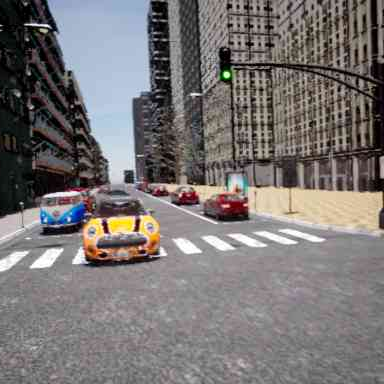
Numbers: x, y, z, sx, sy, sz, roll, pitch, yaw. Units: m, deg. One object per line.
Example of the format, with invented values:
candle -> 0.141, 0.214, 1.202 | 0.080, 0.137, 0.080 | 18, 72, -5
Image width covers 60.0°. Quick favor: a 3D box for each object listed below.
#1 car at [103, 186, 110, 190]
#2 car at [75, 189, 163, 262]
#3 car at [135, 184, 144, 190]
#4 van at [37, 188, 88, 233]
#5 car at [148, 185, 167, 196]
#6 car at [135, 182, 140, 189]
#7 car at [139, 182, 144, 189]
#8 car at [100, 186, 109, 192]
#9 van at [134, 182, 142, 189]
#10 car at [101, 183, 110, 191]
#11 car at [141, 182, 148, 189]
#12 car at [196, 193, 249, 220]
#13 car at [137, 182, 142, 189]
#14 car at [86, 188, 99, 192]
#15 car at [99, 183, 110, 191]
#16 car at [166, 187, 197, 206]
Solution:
car -> -6.627, 0.532, 29.544 | 1.882, 1.535, 5.008 | -3, 3, -13
car -> -2.344, 0.974, 10.919 | 2.097, 1.767, 4.553 | -3, 2, -13
car -> -13.092, -1.263, 82.991 | 1.802, 1.307, 4.206 | -3, 2, -13
van -> -6.380, 0.913, 16.506 | 1.690, 1.788, 3.998 | -3, 2, -13
car -> -4.418, -0.255, 45.296 | 1.967, 1.590, 4.097 | -3, 2, -13
car -> -10.622, -1.203, 72.212 | 2.192, 1.841, 5.009 | -3, 2, -13
car -> -8.134, -0.645, 61.453 | 1.887, 1.381, 4.507 | -3, 2, -13
car -> -21.252, -0.849, 81.126 | 1.947, 1.339, 4.313 | -3, 2, -13
van -> -14.341, -1.666, 88.366 | 1.690, 1.788, 3.998 | -3, 2, -13
car -> -23.740, -1.423, 91.884 | 2.192, 1.841, 5.009 | -3, 2, -13
car -> -6.894, -0.474, 56.069 | 2.008, 1.369, 4.403 | -3, 2, -13
car -> 1.788, 0.723, 18.380 | 1.802, 1.307, 4.206 | -3, 2, -13
car -> -9.372, -0.772, 66.838 | 1.802, 1.307, 4.206 | -3, 2, -13
car -> -7.622, 0.719, 21.889 | 2.192, 1.841, 5.009 | -3, 2, -13
car -> -17.537, -0.484, 64.967 | 1.967, 1.590, 4.097 | -3, 2, -13
car -> -0.698, 0.246, 29.144 | 1.967, 1.590, 4.097 | -3, 2, -13
